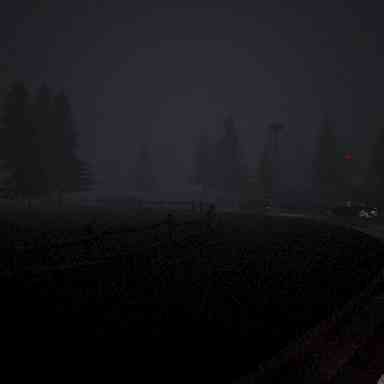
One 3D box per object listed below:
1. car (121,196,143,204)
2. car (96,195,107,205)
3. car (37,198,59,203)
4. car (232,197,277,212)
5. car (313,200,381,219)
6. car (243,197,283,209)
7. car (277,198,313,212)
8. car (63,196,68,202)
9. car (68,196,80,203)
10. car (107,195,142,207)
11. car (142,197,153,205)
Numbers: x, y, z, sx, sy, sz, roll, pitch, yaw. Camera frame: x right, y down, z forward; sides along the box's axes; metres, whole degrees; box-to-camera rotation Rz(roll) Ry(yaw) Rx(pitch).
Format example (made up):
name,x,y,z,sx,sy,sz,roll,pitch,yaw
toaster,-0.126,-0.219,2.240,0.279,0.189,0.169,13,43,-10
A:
name,x,y,z,sx,sy,sz,roll,pitch,yaw
car,-11.695,1.563,64.504,4.181,1.385,1.994,0,0,41
car,-14.663,1.353,57.813,4.553,1.767,2.097,0,0,41
car,-28.675,1.525,65.266,4.674,1.442,1.812,0,0,41
car,6.959,1.506,39.073,4.892,1.490,1.837,0,0,41
car,13.511,1.491,28.763,4.902,1.511,2.128,0,0,41
car,9.760,1.477,45.908,5.008,1.535,1.882,0,0,41
car,12.679,1.477,38.746,5.008,1.535,1.882,0,0,41
car,-28.695,1.478,69.844,5.008,1.535,1.882,0,0,41
car,-26.389,1.525,72.477,4.902,1.511,2.128,0,0,41
car,-10.027,1.352,49.164,4.553,1.767,2.097,0,0,41
car,-8.653,1.564,57.236,4.181,1.385,1.994,0,0,41
